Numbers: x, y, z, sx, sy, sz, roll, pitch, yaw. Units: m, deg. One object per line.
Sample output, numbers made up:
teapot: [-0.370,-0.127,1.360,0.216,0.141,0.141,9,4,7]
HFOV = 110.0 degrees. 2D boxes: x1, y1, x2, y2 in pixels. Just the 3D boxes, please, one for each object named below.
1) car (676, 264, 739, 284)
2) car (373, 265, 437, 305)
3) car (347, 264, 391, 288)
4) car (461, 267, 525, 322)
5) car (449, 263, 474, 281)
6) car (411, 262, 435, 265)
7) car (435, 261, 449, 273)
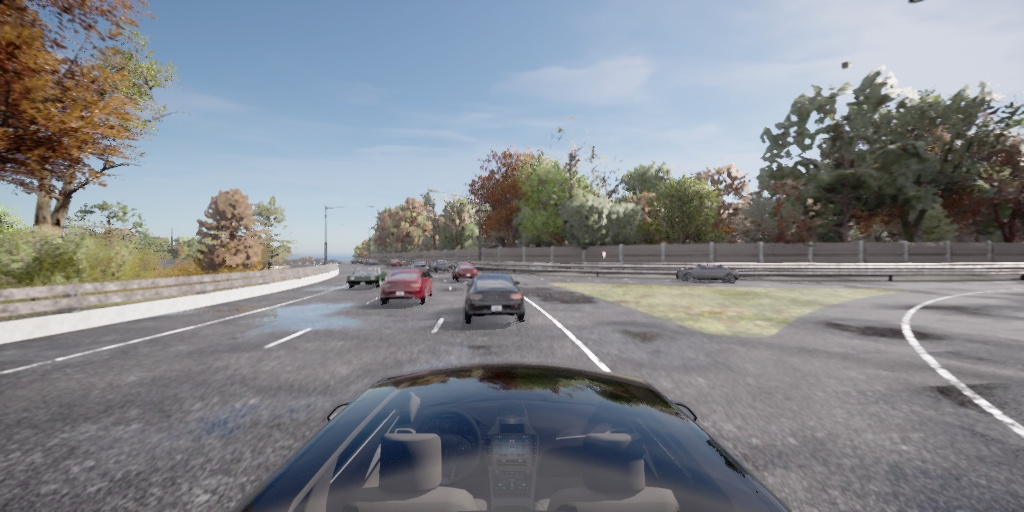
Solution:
car: [14.626,1.296,27.017,4.181,1.385,1.994,0,0,21]
car: [-4.676,1.309,16.342,1.812,1.442,4.674,0,0,-7]
car: [-9.669,1.410,24.343,1.895,1.301,4.718,0,0,-12]
car: [-0.671,1.291,12.250,1.812,1.442,4.674,0,0,-6]
car: [-3.991,1.323,30.251,1.812,1.442,4.674,0,0,-15]
car: [-9.459,1.315,36.444,2.128,1.511,4.902,0,0,-19]
car: [-9.175,1.325,45.463,2.128,1.511,4.902,0,0,-23]
